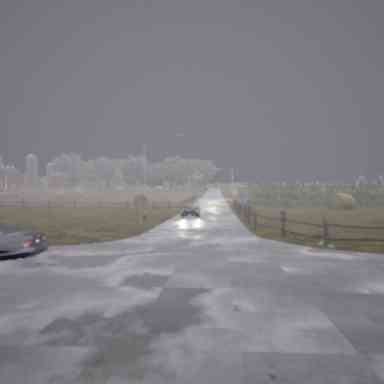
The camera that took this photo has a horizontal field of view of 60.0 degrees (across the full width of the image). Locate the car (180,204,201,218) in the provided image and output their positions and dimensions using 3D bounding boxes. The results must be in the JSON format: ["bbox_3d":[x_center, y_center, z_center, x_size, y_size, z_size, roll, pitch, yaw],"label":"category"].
[{"bbox_3d":[-0.080,1.928,33.942,1.895,1.301,4.718,-1,0,4],"label":"car"}]

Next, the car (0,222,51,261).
[{"bbox_3d":[-7.672,1.674,11.092,5.357,1.411,2.033,0,0,-2],"label":"car"}]

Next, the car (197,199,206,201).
[{"bbox_3d":[1.806,1.540,59.577,1.895,1.301,4.718,-1,1,4],"label":"car"}]
